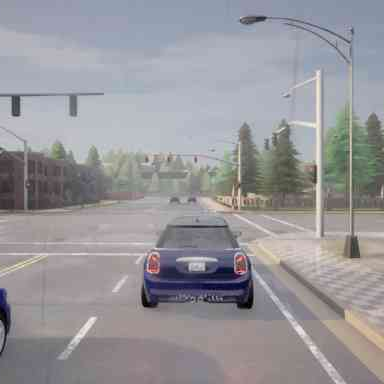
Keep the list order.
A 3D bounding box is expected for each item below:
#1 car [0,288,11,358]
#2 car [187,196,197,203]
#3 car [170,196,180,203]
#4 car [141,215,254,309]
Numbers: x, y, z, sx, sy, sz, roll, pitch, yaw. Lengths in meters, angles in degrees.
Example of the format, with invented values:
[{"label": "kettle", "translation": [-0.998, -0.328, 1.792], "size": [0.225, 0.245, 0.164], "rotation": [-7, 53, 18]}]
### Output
[{"label": "car", "translation": [-3.442, 1.478, 2.604], "size": [1.882, 1.535, 5.008], "rotation": [0, 0, 0]}, {"label": "car", "translation": [-0.003, 1.505, 68.348], "size": [1.837, 1.490, 4.892], "rotation": [0, 0, 0]}, {"label": "car", "translation": [-3.503, 1.505, 68.348], "size": [1.837, 1.490, 4.892], "rotation": [0, 0, 0]}, {"label": "car", "translation": [0.154, 1.352, 8.060], "size": [2.097, 1.767, 4.553], "rotation": [0, 0, 2]}]
